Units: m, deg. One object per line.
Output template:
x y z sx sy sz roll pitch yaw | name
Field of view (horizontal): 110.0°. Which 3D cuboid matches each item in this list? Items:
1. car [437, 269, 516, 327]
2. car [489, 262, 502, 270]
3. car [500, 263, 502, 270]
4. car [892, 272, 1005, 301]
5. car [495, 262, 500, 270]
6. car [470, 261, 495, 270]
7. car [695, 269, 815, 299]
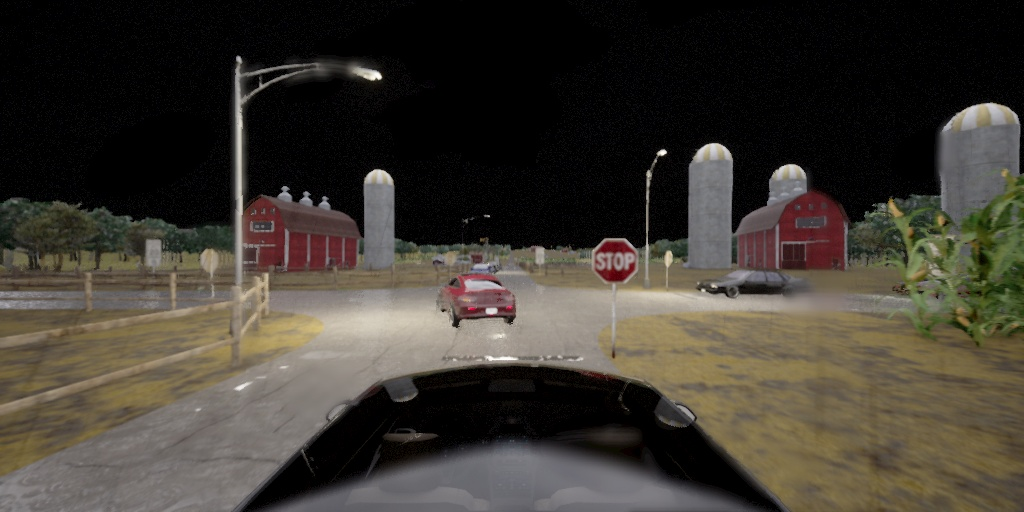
-1.261 1.308 11.724 1.812 1.442 4.674 1 -1 -18 | car
-2.755 1.724 61.722 1.994 1.385 4.181 0 -1 1 | car
-2.822 1.544 51.734 1.837 1.490 4.892 0 -1 0 | car
22.621 1.522 18.686 4.181 1.385 1.994 1 1 0 | car
-2.834 1.518 42.031 1.994 1.385 4.181 0 0 0 | car
-2.840 1.423 33.005 1.812 1.442 4.674 0 0 0 | car
12.581 1.412 18.686 5.357 1.411 2.033 0 1 -2 | car
